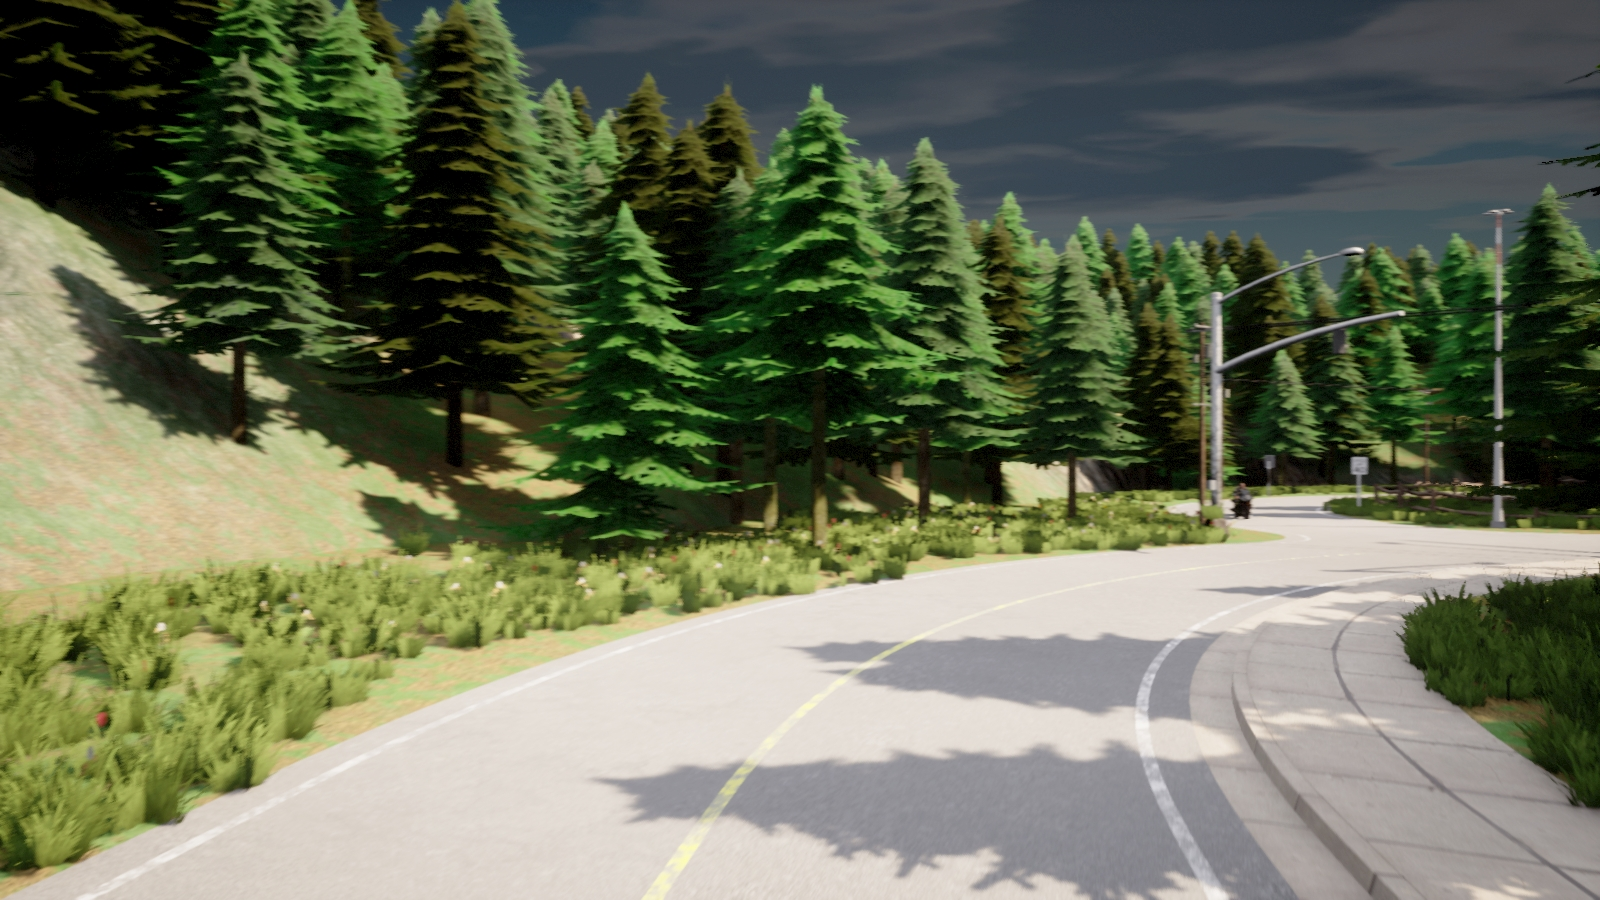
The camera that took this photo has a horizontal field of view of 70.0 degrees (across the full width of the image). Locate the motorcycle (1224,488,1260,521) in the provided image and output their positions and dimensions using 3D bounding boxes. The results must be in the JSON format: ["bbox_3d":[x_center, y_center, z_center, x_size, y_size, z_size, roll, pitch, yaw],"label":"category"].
[{"bbox_3d":[18.188,2.236,47.063,0.867,1.251,2.209,1,0,7],"label":"motorcycle"}]
